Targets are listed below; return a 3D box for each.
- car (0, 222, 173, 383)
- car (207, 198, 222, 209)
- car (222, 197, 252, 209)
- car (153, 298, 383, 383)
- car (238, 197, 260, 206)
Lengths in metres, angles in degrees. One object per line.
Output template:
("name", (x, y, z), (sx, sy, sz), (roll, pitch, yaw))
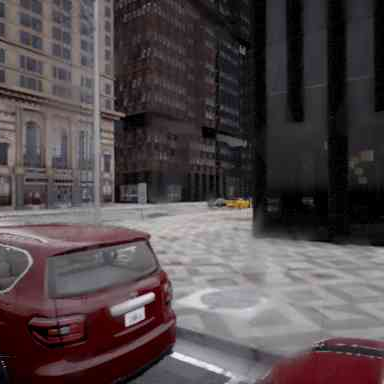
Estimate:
("car", (-2.521, 1.372, 4.756), (5.009, 1.841, 2.192), (-1, 0, 35))
("car", (4.229, 1.687, 50.434), (2.128, 1.511, 4.902), (-1, 0, 36))
("car", (6.831, 1.647, 48.486), (1.882, 1.535, 5.008), (-1, 0, 36))
("car", (2.042, 1.429, 1.503), (4.097, 1.590, 1.967), (-1, 0, 35))
("car", (10.206, 1.643, 58.881), (1.882, 1.535, 5.008), (-1, 0, 36))
